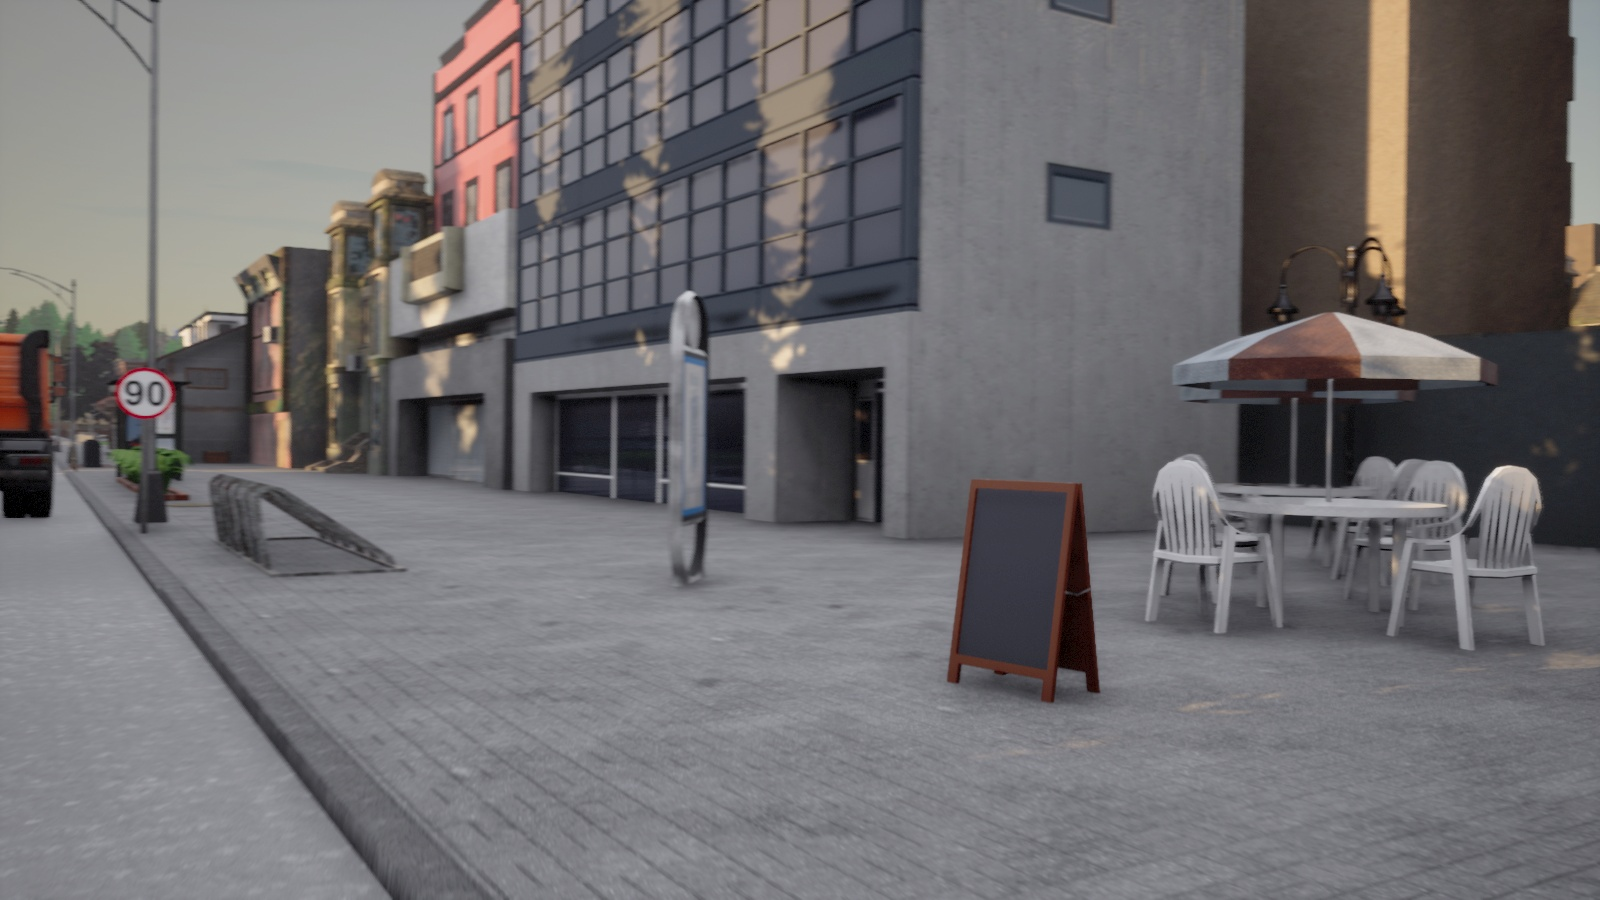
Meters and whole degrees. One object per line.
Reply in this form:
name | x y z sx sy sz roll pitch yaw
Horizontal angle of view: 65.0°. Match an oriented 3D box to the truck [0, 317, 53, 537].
truck | -15.292 -0.367 22.713 2.891 3.462 7.936 -1 1 -32
